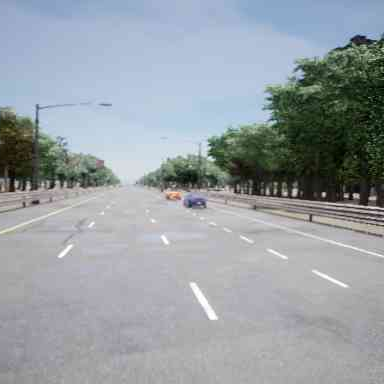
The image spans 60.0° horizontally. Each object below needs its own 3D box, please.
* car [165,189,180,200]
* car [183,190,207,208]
[{"bbox_3d":[-3.182,0.274,54.042,2.097,1.767,4.553,1,1,-10],"label":"car"},{"bbox_3d":[0.285,0.884,35.170,1.812,1.442,4.674,1,1,-10],"label":"car"}]
